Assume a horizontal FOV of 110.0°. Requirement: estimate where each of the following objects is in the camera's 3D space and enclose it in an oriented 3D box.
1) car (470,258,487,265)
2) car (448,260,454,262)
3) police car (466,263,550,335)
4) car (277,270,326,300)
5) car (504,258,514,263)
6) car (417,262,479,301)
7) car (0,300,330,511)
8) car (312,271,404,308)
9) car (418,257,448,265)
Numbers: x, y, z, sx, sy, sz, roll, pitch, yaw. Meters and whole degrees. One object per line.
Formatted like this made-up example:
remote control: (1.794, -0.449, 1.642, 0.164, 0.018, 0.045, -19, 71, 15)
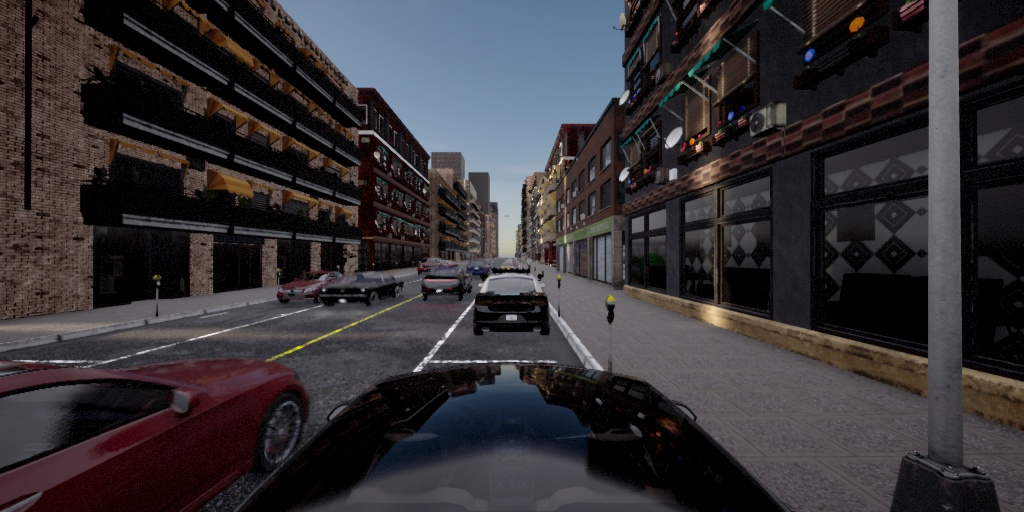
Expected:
car: (-3.146, 1.102, 34.049, 2.097, 1.767, 4.553, 0, 0, 0)
car: (-8.837, 1.188, 44.643, 1.967, 1.591, 4.097, 0, 0, 0)
police car: (-0.011, 1.175, 10.609, 1.930, 1.638, 5.238, 0, 0, 0)
car: (-8.837, 1.333, 16.462, 1.802, 1.307, 4.207, 0, 0, 0)
car: (-0.456, 1.275, 39.173, 1.751, 1.417, 4.829, 0, 0, 0)
car: (-3.045, 1.243, 17.489, 2.128, 1.511, 4.902, 0, 0, 0)
car: (-3.045, 1.275, 1.822, 1.812, 1.442, 4.674, 0, 0, 0)
car: (-6.246, 1.351, 15.436, 1.895, 1.301, 4.718, 0, 0, 0)
car: (-8.837, 1.064, 39.007, 2.192, 1.841, 5.009, 0, 0, 0)
